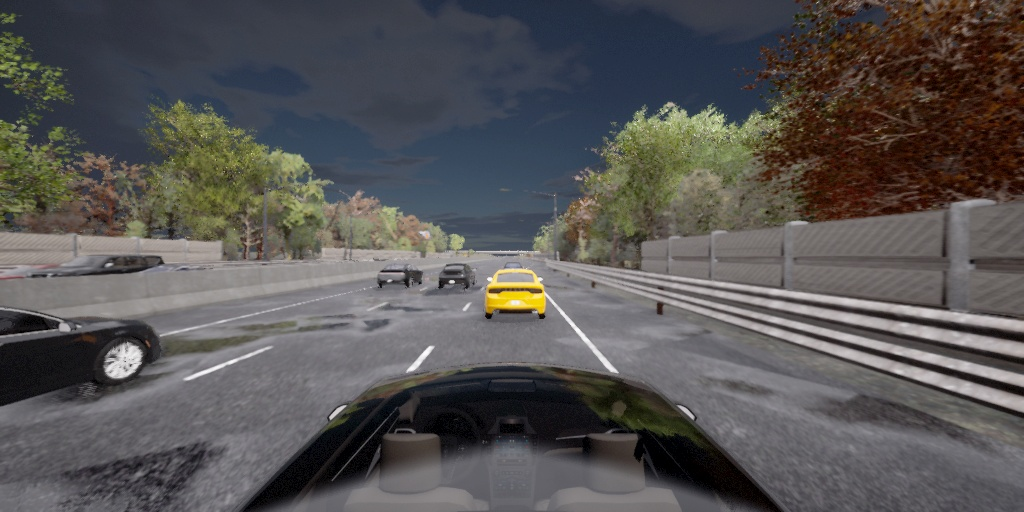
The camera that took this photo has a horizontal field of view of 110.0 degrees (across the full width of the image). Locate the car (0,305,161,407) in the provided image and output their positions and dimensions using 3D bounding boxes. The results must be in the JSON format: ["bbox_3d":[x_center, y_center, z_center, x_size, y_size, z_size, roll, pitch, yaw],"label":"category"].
[{"bbox_3d":[-6.902,1.250,4.071,1.837,1.490,4.892,0,0,0],"label":"car"}]

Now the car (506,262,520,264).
[{"bbox_3d":[0.098,1.243,31.584,2.033,1.411,5.357,0,0,0],"label":"car"}]

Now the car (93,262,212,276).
[{"bbox_3d":[-17.504,1.211,18.444,2.128,1.511,4.902,0,0,0],"label":"car"}]

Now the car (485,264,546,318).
[{"bbox_3d":[0.110,1.206,12.908,1.882,1.535,5.008,0,0,0],"label":"car"}]

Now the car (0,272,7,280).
[{"bbox_3d":[-24.504,1.198,18.589,1.882,1.535,5.008,0,0,0],"label":"car"}]

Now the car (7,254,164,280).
[{"bbox_3d":[-21.004,0.929,18.546,2.150,2.045,5.566,0,0,0],"label":"car"}]

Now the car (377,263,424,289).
[{"bbox_3d":[-6.900,1.201,22.634,2.128,1.511,4.902,0,0,0],"label":"car"}]

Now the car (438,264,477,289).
[{"bbox_3d":[-3.401,1.215,22.725,1.837,1.490,4.892,0,0,0],"label":"car"}]
